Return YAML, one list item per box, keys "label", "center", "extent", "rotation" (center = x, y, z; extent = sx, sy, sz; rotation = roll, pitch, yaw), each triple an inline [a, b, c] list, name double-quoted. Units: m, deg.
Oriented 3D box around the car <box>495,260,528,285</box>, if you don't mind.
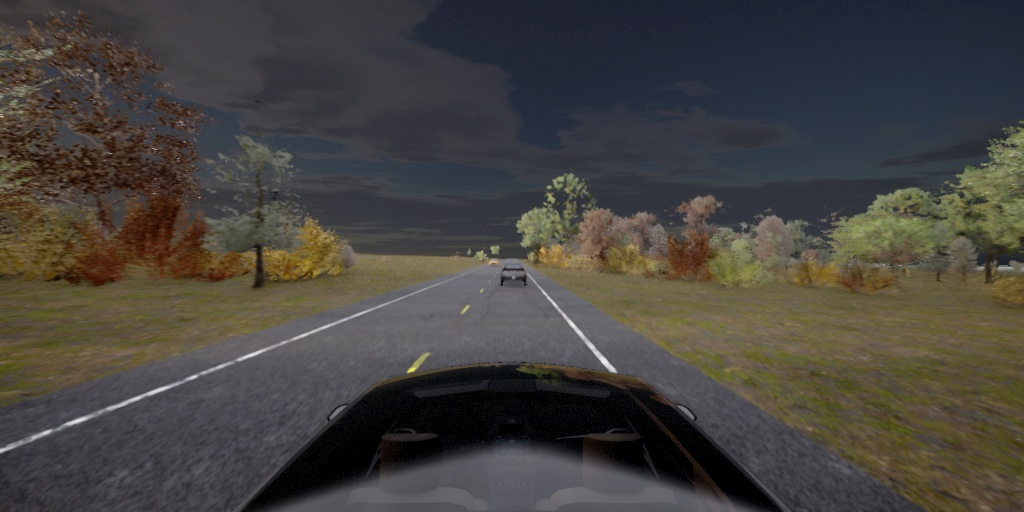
- label: "car"
  center: [0.110, 1.247, 26.170]
  extent: [2.128, 1.511, 4.902]
  rotation: [0, 0, 0]
